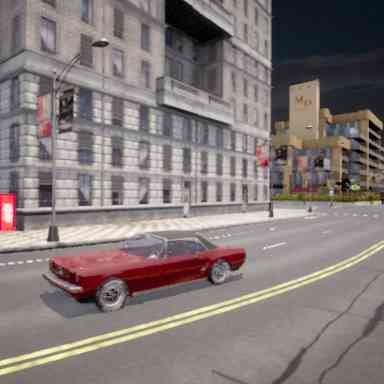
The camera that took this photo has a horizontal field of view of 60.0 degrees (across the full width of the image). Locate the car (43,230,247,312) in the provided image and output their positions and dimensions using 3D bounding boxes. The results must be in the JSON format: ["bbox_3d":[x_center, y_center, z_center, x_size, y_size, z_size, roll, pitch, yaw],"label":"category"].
[{"bbox_3d":[-0.900,1.635,7.950,4.718,1.301,1.895,1,0,-40],"label":"car"}]
